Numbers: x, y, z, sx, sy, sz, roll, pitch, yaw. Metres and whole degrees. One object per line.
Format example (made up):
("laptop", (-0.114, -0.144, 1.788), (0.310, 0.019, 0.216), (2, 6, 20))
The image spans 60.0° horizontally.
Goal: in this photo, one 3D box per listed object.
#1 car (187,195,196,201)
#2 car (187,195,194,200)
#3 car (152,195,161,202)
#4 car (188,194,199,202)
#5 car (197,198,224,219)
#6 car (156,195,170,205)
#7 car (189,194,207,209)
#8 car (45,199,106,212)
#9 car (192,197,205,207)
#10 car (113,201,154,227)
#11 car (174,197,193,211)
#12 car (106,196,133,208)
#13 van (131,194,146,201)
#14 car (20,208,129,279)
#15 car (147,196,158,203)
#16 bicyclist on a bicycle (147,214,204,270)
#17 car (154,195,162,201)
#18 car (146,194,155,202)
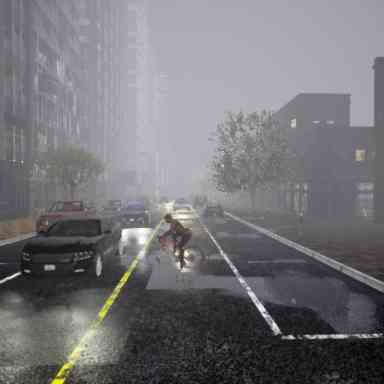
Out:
("car", (-0.169, 1.536, 84.994), (1.947, 1.339, 4.313), (-1, 0, -2))
("car", (-0.357, 1.550, 90.526), (1.802, 1.307, 4.206), (-1, 0, -2))
("car", (-8.351, 1.498, 79.019), (1.752, 1.417, 4.829), (-1, 0, -2))
("car", (0.205, 1.290, 73.932), (2.192, 1.841, 5.009), (-1, 0, -2))
("car", (1.756, 1.542, 28.947), (2.008, 1.369, 4.403), (-1, 0, -2))
("car", (-5.073, 1.483, 60.050), (1.837, 1.490, 4.892), (0, 0, -2))
("car", (1.149, 1.300, 46.275), (2.192, 1.841, 5.009), (-1, 0, -2))
("car", (-6.359, 1.310, 17.611), (2.192, 1.841, 5.009), (-1, 0, -2))
("car", (0.958, 1.508, 51.977), (1.752, 1.417, 4.829), (-1, 0, -2))
("car", (-3.820, 1.557, 22.648), (1.994, 1.385, 4.181), (0, 0, -2))
("car", (-1.222, 1.588, 39.659), (1.895, 1.301, 4.718), (0, 0, -2))
("car", (-6.645, 1.431, 28.677), (1.967, 1.590, 4.097), (-1, 0, -2))
("van", (-7.037, 1.328, 40.468), (1.690, 1.788, 3.998), (-1, 0, -2))
("car", (-3.396, 1.475, 10.251), (1.882, 1.535, 5.008), (0, 0, -2))
("car", (-7.978, 1.521, 68.126), (1.887, 1.381, 4.507), (-1, 0, -2))
("bicyclist on a bicycle", (-0.496, 1.451, 9.564), (1.656, 1.620, 0.582), (-2, 0, -2))
("car", (-8.539, 1.496, 84.550), (1.752, 1.417, 4.829), (-1, 0, -2))
("car", (-7.415, 1.298, 51.530), (2.192, 1.841, 5.009), (-1, 0, -2))
